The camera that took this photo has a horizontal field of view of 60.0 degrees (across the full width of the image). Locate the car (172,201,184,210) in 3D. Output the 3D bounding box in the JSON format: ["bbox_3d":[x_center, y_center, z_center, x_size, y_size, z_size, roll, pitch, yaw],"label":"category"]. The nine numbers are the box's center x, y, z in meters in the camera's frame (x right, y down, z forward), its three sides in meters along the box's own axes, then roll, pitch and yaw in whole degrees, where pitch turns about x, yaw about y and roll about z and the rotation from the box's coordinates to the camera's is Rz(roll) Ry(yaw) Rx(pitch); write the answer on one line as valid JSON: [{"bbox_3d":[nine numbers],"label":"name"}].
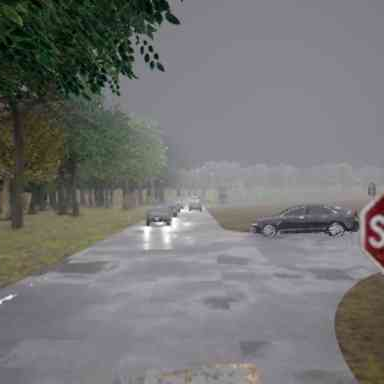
[{"bbox_3d":[-2.348,2.206,56.480,1.812,1.442,4.674,0,-1,1],"label":"car"}]

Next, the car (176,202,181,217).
[{"bbox_3d":[-2.524,2.030,36.578,1.895,1.301,4.718,0,-1,0],"label":"car"}]

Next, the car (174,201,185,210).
[{"bbox_3d":[-2.446,2.100,46.326,2.033,1.411,5.357,0,-1,0],"label":"car"}]

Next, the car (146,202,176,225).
[{"bbox_3d":[-2.602,1.819,27.215,1.837,1.490,4.892,0,-1,0],"label":"car"}]

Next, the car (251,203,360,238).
[{"bbox_3d":[5.303,1.344,15.960,4.892,1.490,1.837,-3,1,17],"label":"car"}]

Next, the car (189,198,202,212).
[{"bbox_3d":[0.512,2.089,49.581,2.128,1.511,4.902,0,-1,0],"label":"car"}]
